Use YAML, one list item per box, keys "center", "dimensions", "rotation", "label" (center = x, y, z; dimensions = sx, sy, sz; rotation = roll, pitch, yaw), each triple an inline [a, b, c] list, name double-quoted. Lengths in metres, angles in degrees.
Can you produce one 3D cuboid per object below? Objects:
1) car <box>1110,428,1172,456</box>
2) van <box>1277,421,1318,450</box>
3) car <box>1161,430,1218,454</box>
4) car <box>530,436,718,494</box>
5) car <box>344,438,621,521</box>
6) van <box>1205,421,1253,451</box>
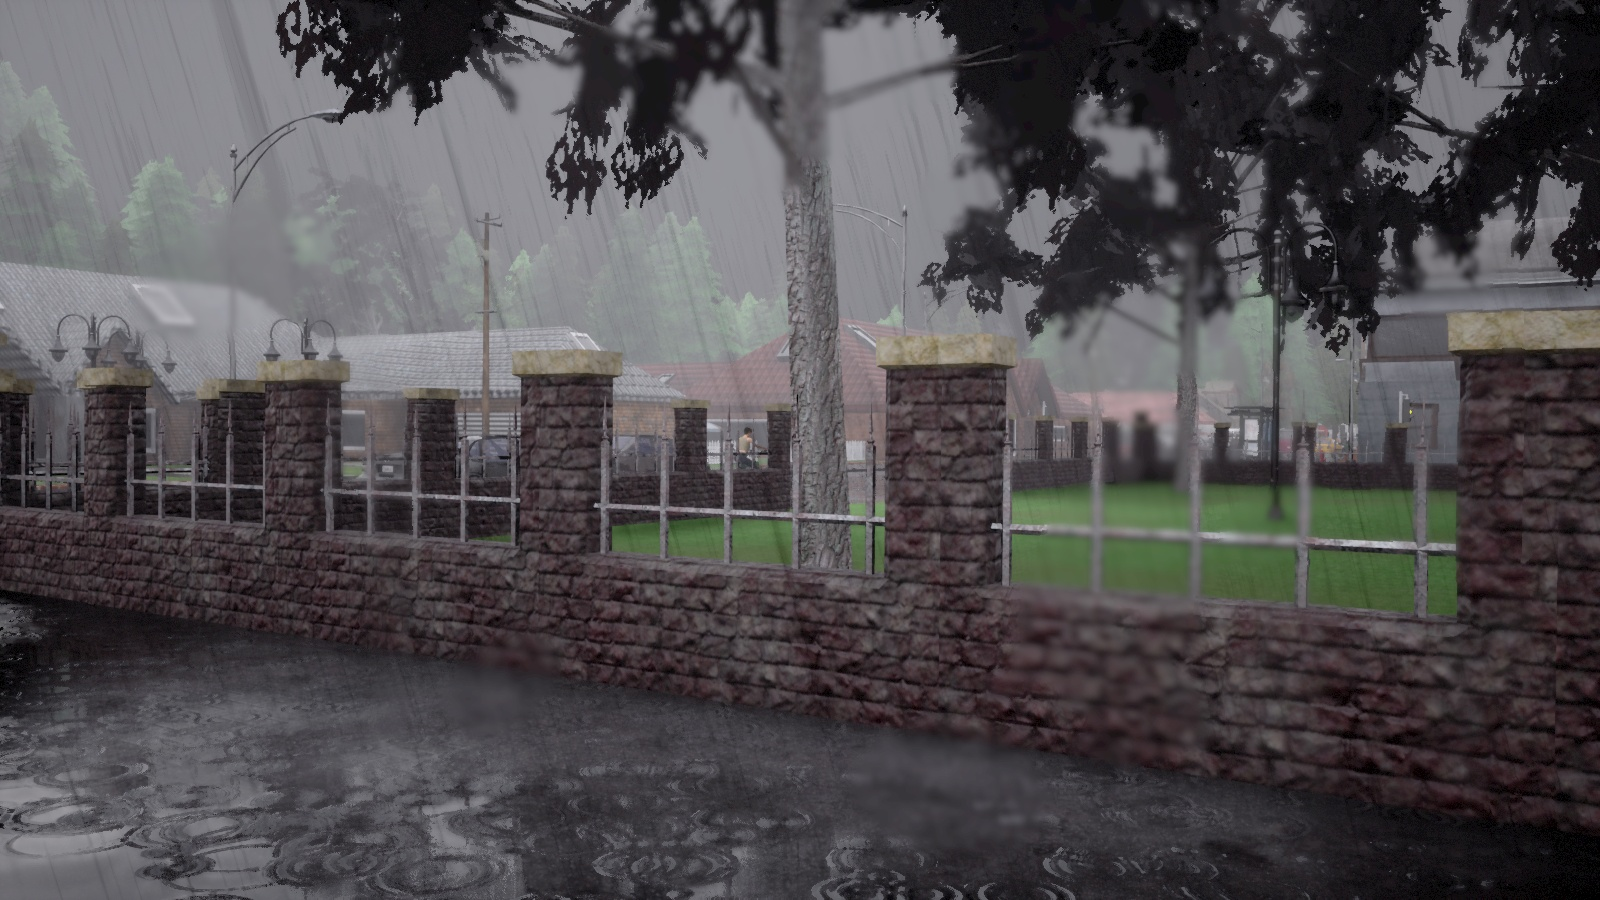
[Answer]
- center: [19.229, -0.460, 70.638]
  dimensions: [2.007, 1.525, 4.514]
  rotation: [0, 1, 34]
  label: "car"
- center: [34.197, -1.003, 86.217]
  dimensions: [1.775, 1.987, 4.442]
  rotation: [0, 1, 33]
  label: "van"
- center: [24.409, -0.515, 78.576]
  dimensions: [2.033, 1.411, 5.357]
  rotation: [0, 1, 33]
  label: "car"
- center: [-4.666, 0.355, 34.171]
  dimensions: [2.033, 1.411, 5.357]
  rotation: [0, 1, 33]
  label: "car"
- center: [-6.040, 0.496, 24.689]
  dimensions: [2.033, 1.411, 5.357]
  rotation: [0, 1, 32]
  label: "car"
- center: [29.586, -0.995, 86.478]
  dimensions: [2.069, 2.038, 4.480]
  rotation: [0, 1, 33]
  label: "van"
